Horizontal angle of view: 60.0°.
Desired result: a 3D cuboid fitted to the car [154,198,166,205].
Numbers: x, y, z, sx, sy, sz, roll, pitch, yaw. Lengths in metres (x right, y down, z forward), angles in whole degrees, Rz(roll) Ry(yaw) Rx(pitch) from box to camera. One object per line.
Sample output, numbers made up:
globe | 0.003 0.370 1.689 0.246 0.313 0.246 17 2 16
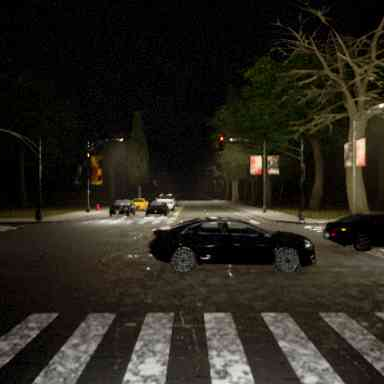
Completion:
car | -6.479 1.922 67.227 1.895 1.301 4.718 0 0 0

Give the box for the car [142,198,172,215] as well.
car | -3.323 1.608 32.506 1.994 1.385 4.181 0 0 1

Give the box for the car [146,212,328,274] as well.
car | 1.146 1.497 10.012 4.902 1.511 2.128 0 0 0

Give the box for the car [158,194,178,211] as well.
car | -3.328 1.298 41.864 2.150 2.045 5.566 0 0 0

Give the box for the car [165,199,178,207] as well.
car | -3.321 1.759 54.386 1.895 1.301 4.718 0 0 0

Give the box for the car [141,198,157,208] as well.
car | -6.574 1.701 51.605 1.994 1.385 4.181 0 0 0

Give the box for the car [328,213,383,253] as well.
car | 7.688 1.566 13.316 4.674 1.442 1.812 1 0 -1

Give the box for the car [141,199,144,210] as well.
car | -6.578 1.551 41.363 1.882 1.535 5.008 0 0 0

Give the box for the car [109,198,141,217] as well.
car | -6.583 1.534 31.864 2.128 1.511 4.902 0 0 0
